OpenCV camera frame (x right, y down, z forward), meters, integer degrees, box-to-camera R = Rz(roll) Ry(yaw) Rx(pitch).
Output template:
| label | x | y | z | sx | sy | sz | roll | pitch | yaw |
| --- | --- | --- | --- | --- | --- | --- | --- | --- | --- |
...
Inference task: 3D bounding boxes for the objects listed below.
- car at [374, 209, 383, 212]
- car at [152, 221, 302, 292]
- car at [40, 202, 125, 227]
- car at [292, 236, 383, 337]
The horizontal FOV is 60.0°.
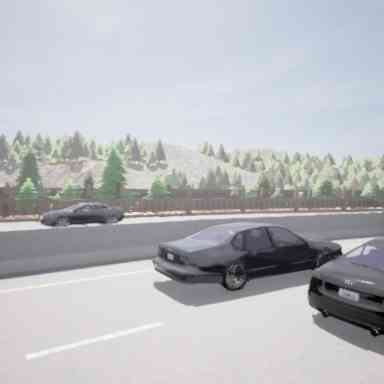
| label | x | y | z | sx | sy | sz | roll | pitch | yaw |
| --- | --- | --- | --- | --- | --- | --- | --- | --- | --- |
| car | 14.770 | 1.493 | 22.956 | 5.357 | 1.411 | 2.033 | 0 | 0 | -20 |
| car | 1.672 | 1.508 | 8.817 | 5.357 | 1.411 | 2.033 | 0 | 0 | -31 |
| car | -6.559 | 1.388 | 20.304 | 4.902 | 1.511 | 2.128 | 0 | 0 | -31 |
| car | 4.126 | 1.540 | 6.124 | 4.181 | 1.385 | 1.994 | 0 | 0 | -31 |
